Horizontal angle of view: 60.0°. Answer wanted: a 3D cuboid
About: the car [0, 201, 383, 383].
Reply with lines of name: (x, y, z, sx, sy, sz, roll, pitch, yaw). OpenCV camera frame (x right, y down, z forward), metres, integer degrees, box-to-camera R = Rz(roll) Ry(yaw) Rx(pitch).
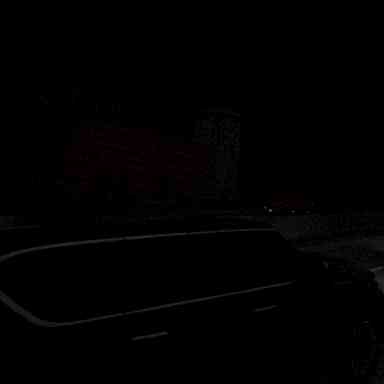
car: (-0.044, 1.234, 3.714, 5.566, 2.045, 2.150, 0, 0, -35)

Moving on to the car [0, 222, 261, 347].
car: (-1.132, 1.566, 7.238, 5.357, 1.411, 2.033, 0, 0, -35)

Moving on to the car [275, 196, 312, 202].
car: (9.468, 1.381, 32.235, 5.566, 2.045, 2.150, 1, 0, -35)
